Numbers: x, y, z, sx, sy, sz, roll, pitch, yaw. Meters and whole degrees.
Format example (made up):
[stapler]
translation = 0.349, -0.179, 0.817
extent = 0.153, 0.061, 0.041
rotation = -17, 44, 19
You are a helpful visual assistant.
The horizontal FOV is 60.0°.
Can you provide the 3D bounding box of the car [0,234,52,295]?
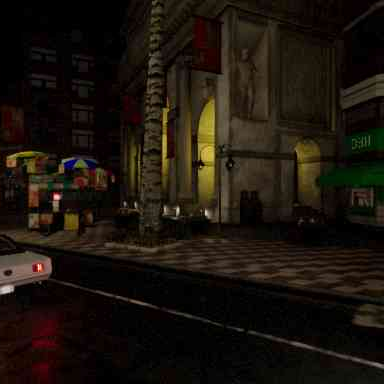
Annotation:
[car]
translation = -5.393, 1.601, 7.711
extent = 4.718, 1.301, 1.895
rotation = 0, 0, 35
